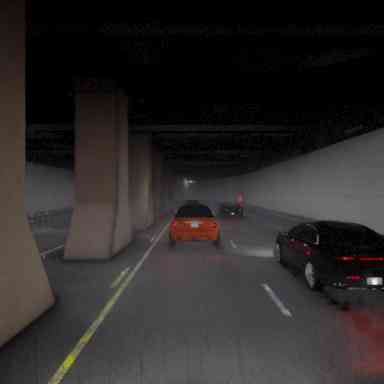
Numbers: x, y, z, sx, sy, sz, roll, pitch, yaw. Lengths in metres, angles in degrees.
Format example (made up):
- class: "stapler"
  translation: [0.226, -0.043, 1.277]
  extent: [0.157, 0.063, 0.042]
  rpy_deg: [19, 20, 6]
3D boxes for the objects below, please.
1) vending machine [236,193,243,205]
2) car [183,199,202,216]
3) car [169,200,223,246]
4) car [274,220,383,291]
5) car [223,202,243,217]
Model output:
- class: "vending machine"
  translation: [8.588, 1.205, 59.845]
  extent: [1.100, 2.100, 0.880]
  rpy_deg: [0, 0, -7]
- class: "car"
  translation: [0.084, 1.531, 34.183]
  extent: [1.812, 1.442, 4.674]
  rpy_deg: [0, 0, 0]
- class: "car"
  translation: [0.098, 1.354, 15.480]
  extent: [2.097, 1.767, 4.553]
  rpy_deg: [0, 0, 0]
- class: "car"
  translation: [3.599, 1.506, 8.977]
  extent: [1.837, 1.490, 4.892]
  rpy_deg: [0, 0, 0]
- class: "car"
  translation: [3.598, 1.606, 31.621]
  extent: [1.895, 1.301, 4.718]
  rpy_deg: [0, 0, 0]
